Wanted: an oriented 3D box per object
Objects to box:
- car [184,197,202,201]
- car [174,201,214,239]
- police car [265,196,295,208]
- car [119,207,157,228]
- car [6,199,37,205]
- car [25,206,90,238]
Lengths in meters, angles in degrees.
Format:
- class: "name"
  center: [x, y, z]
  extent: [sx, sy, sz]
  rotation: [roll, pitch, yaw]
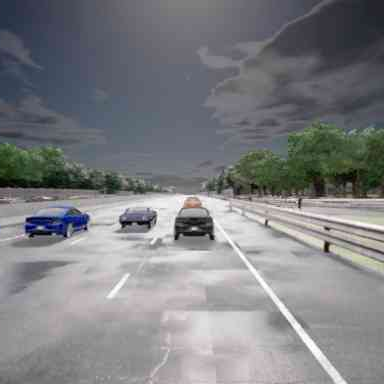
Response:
- class: "car"
  center: [0.107, 1.355, 38.131]
  extent: [2.097, 1.767, 4.553]
  rotation: [0, 0, 0]
- class: "car"
  center: [0.103, 1.480, 17.272]
  extent: [1.882, 1.535, 5.008]
  rotation: [0, 0, 0]
- class: "police car"
  center: [11.949, 1.390, 45.943]
  extent: [2.038, 1.542, 4.974]
  rotation: [0, 0, -20]
- class: "car"
  center: [-3.396, 1.603, 21.922]
  extent: [1.895, 1.301, 4.718]
  rotation: [0, 0, 0]
- class: "car"
  center: [-17.568, 1.480, 34.023]
  extent: [1.882, 1.535, 5.008]
  rotation: [0, 0, 0]
- class: "car"
  center: [-6.897, 1.480, 17.618]
  extent: [1.882, 1.535, 5.008]
  rotation: [0, 0, 0]
